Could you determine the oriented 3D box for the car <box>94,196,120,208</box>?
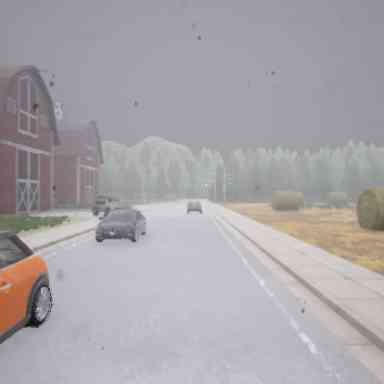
[{"bbox_3d":[-7.545,1.360,30.479,1.905,1.878,3.866,8,-4,-42],"label":"car"}]

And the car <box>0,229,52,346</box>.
[{"bbox_3d":[-3.585,1.380,4.099,2.097,1.767,4.553,0,0,0],"label":"car"}]

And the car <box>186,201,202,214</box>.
[{"bbox_3d":[0.277,1.832,39.889,2.033,1.411,5.357,0,0,-1],"label":"car"}]

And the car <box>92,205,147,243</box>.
[{"bbox_3d":[-3.462,1.627,16.975,1.837,1.490,4.892,0,-1,1],"label":"car"}]
